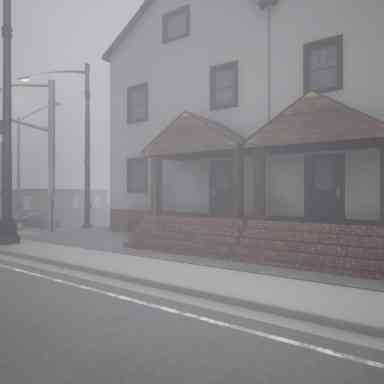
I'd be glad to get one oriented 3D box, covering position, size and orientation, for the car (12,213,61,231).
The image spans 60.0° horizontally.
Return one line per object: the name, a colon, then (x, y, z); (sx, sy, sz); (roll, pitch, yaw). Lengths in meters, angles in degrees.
car: (-13.840, 2.564, 28.833); (1.837, 1.490, 4.892); (0, -9, 36)
